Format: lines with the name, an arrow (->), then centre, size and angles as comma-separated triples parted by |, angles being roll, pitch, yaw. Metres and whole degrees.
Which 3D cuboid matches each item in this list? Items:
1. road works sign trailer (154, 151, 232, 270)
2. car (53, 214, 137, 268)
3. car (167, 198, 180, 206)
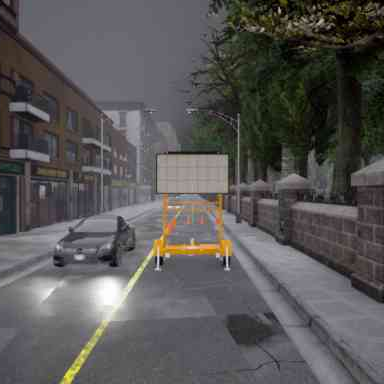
road works sign trailer -> 0.022, 0.470, 10.984 | 2.380, 3.560, 2.880 | 0, 0, 0
car -> -3.077, 1.532, 11.429 | 1.812, 1.442, 4.674 | 0, 0, 0
car -> -2.978, 1.633, 54.783 | 1.994, 1.385, 4.181 | 0, 0, 0
